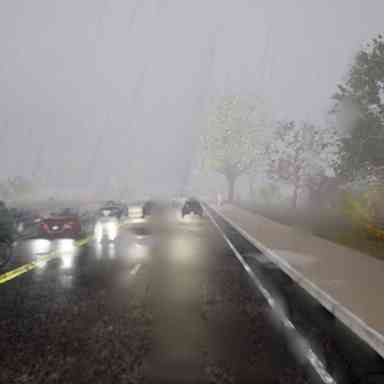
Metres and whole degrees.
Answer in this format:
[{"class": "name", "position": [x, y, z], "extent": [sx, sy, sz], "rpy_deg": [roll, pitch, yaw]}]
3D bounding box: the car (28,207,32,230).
[{"class": "car", "position": [-9.832, 1.526, 18.484], "extent": [1.994, 1.385, 4.181], "rpy_deg": [0, 0, 0]}]

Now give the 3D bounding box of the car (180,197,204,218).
[{"class": "car", "position": [0.020, 1.441, 29.375], "extent": [1.837, 1.490, 4.892], "rpy_deg": [0, 0, 0]}]

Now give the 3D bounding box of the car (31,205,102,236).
[{"class": "car", "position": [-6.588, 1.527, 18.034], "extent": [1.994, 1.385, 4.181], "rpy_deg": [0, 0, 0]}]

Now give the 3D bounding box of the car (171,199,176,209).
[{"class": "car", "position": [-3.187, 1.494, 44.096], "extent": [1.895, 1.301, 4.718], "rpy_deg": [0, 0, 0]}]

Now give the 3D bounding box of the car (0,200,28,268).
[{"class": "car", "position": [-6.589, 1.205, 8.225], "extent": [2.150, 2.045, 5.566], "rpy_deg": [0, 0, 0]}]

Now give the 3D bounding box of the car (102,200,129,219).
[{"class": "car", "position": [-6.543, 1.430, 27.951], "extent": [2.128, 1.511, 4.902], "rpy_deg": [0, 0, 1]}]

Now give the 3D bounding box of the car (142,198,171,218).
[{"class": "car", "position": [-3.230, 1.413, 29.485], "extent": [1.882, 1.535, 5.008], "rpy_deg": [0, 0, 0]}]

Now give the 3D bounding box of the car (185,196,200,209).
[{"class": "car", "position": [0.066, 1.397, 44.791], "extent": [1.837, 1.490, 4.892], "rpy_deg": [0, 0, 0]}]
